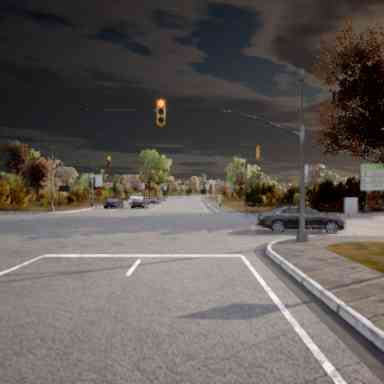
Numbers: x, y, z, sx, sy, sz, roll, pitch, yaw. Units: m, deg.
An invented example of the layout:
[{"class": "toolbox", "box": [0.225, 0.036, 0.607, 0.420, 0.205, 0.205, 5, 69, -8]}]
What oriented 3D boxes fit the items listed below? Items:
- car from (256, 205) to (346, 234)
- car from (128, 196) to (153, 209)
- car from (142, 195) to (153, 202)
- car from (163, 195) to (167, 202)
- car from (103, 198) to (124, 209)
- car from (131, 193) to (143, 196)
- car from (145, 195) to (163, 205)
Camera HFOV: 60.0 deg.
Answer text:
[{"class": "car", "box": [6.167, 1.526, 19.006, 4.892, 1.490, 1.837, 0, 0, 3]}, {"class": "car", "box": [-7.064, 1.576, 45.223, 2.033, 1.411, 5.357, 0, 0, 0]}, {"class": "car", "box": [-10.431, 1.535, 78.173, 1.837, 1.490, 4.892, 0, 0, 0]}, {"class": "car", "box": [-6.935, 1.537, 76.683, 1.837, 1.490, 4.892, 0, 0, 0]}, {"class": "car", "box": [-10.564, 1.576, 45.232, 2.033, 1.411, 5.357, 0, 0, 0]}, {"class": "car", "box": [-10.502, 1.262, 62.791, 2.150, 2.045, 5.566, 0, 0, 1]}, {"class": "car", "box": [-7.017, 1.603, 61.661, 1.994, 1.385, 4.181, 0, 0, 0]}]
